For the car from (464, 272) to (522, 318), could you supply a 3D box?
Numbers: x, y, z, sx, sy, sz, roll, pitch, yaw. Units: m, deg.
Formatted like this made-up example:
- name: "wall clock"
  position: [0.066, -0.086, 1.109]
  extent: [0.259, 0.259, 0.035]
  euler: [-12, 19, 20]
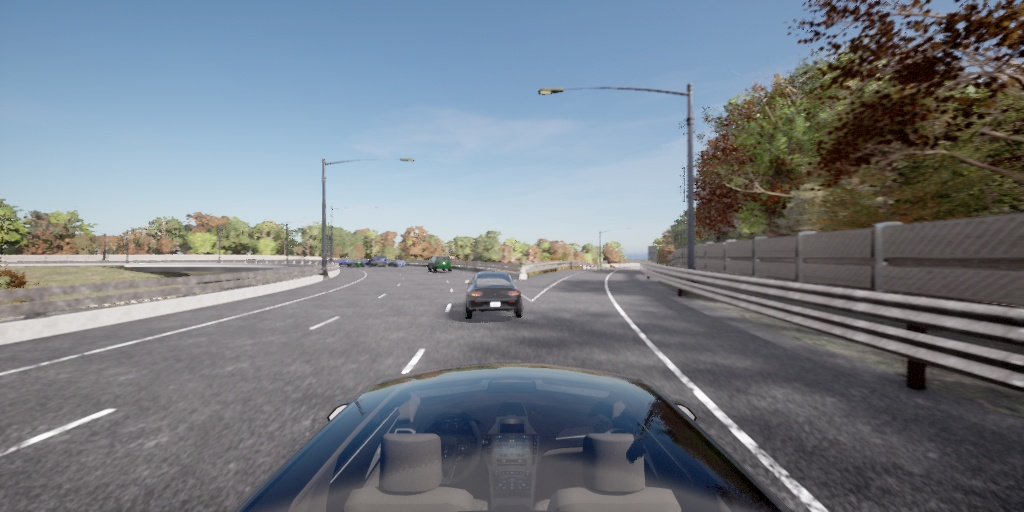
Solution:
- name: "car"
  position: [-0.727, 1.286, 12.992]
  extent: [1.812, 1.442, 4.674]
  euler: [0, 0, -6]

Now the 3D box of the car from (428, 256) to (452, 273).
- name: "car"
  position: [-9.321, 1.016, 46.009]
  extent: [2.150, 2.045, 5.566]
  euler: [0, 0, -23]
